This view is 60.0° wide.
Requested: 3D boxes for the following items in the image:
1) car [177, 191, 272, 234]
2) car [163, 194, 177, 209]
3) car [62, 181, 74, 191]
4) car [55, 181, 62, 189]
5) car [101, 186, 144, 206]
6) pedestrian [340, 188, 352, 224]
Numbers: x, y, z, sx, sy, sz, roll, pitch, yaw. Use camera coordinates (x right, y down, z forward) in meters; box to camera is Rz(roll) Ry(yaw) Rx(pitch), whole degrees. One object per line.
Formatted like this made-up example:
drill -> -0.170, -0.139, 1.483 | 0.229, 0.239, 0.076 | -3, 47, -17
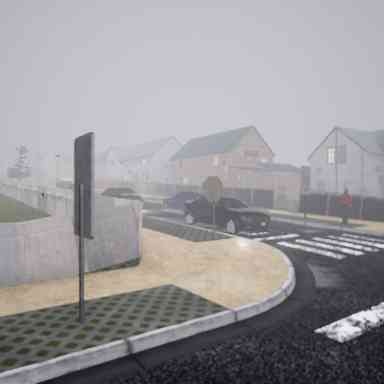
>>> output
car -> 1.519, 0.906, 15.551 | 1.882, 1.535, 5.008 | 0, 3, -34
car -> -0.254, 0.617, 23.179 | 1.812, 1.442, 4.674 | 0, 3, -35
car -> -11.360, -0.124, 33.723 | 1.837, 1.490, 4.892 | 0, 3, -35
car -> -18.997, -0.935, 49.511 | 1.837, 1.490, 4.892 | 0, 3, -35
car -> -5.347, 0.370, 25.263 | 1.837, 1.490, 4.892 | 0, 2, -36
pedestrian -> 7.792, 0.703, 16.922 | 0.375, 1.860, 0.375 | 3, -2, -35
